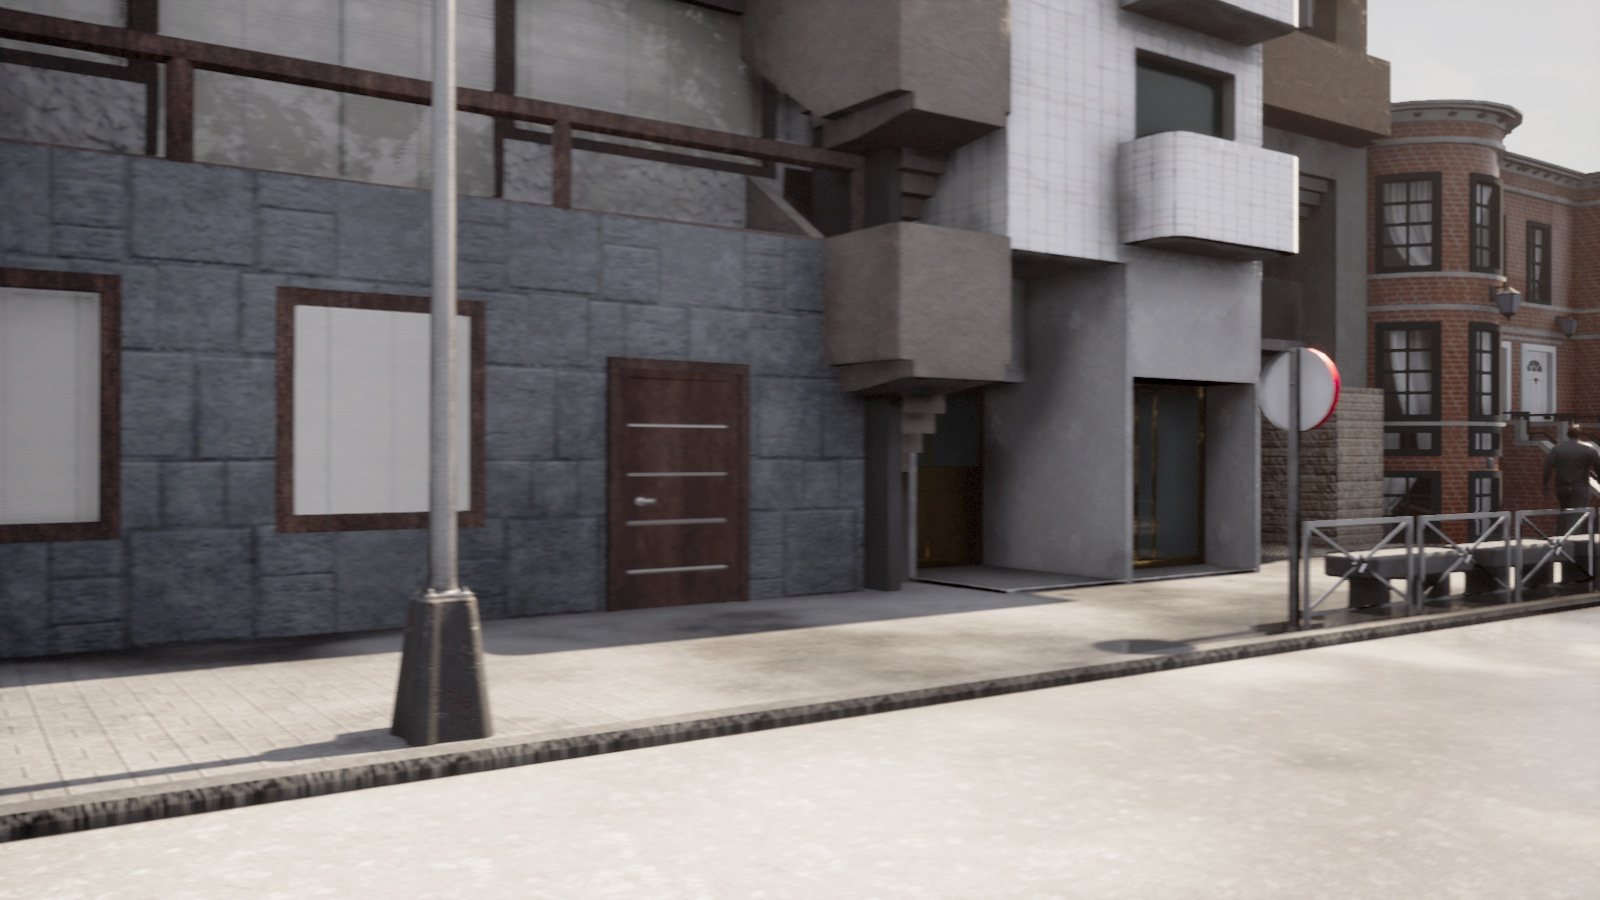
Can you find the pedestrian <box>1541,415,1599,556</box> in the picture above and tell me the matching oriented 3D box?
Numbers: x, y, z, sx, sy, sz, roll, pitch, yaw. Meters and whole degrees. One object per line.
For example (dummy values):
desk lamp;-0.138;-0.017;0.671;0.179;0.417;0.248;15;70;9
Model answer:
pedestrian;10.644;0.474;17.331;0.563;1.883;0.849;0;0;42
